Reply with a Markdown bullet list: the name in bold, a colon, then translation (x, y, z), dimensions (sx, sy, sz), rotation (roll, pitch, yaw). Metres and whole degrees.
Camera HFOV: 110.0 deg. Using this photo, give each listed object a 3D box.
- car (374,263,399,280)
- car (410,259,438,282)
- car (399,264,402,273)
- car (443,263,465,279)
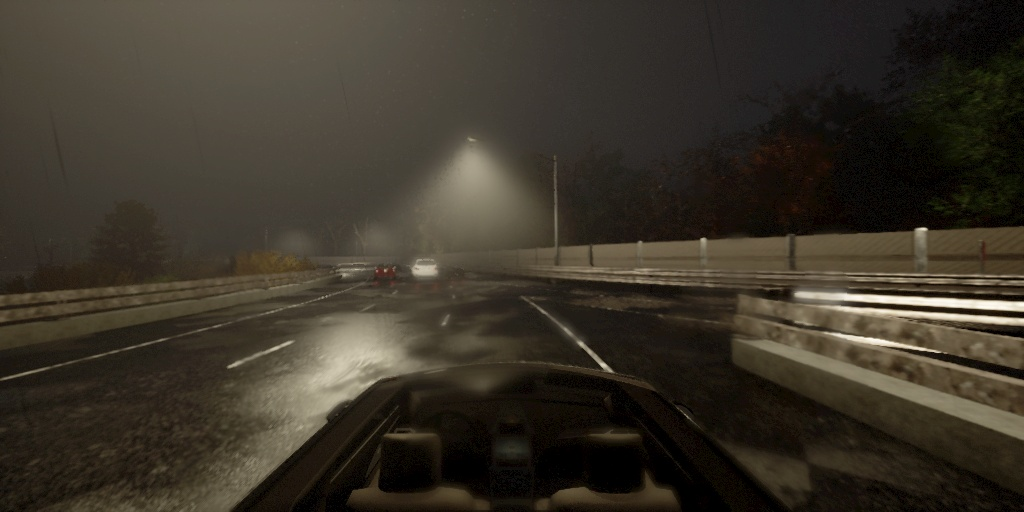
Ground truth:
- **car**: translation (-13.473, 1.552, 38.198), dimensions (2.097, 1.767, 4.553), rotation (-1, 0, -19)
- **car**: translation (-8.501, 1.340, 34.671), dimensions (2.150, 2.045, 5.566), rotation (0, -1, -19)
- **car**: translation (-19.283, 1.937, 58.505), dimensions (1.837, 1.490, 4.892), rotation (0, -1, -31)
- **car**: translation (-6.288, 1.541, 38.807), dimensions (2.128, 1.511, 4.902), rotation (0, 3, -18)
